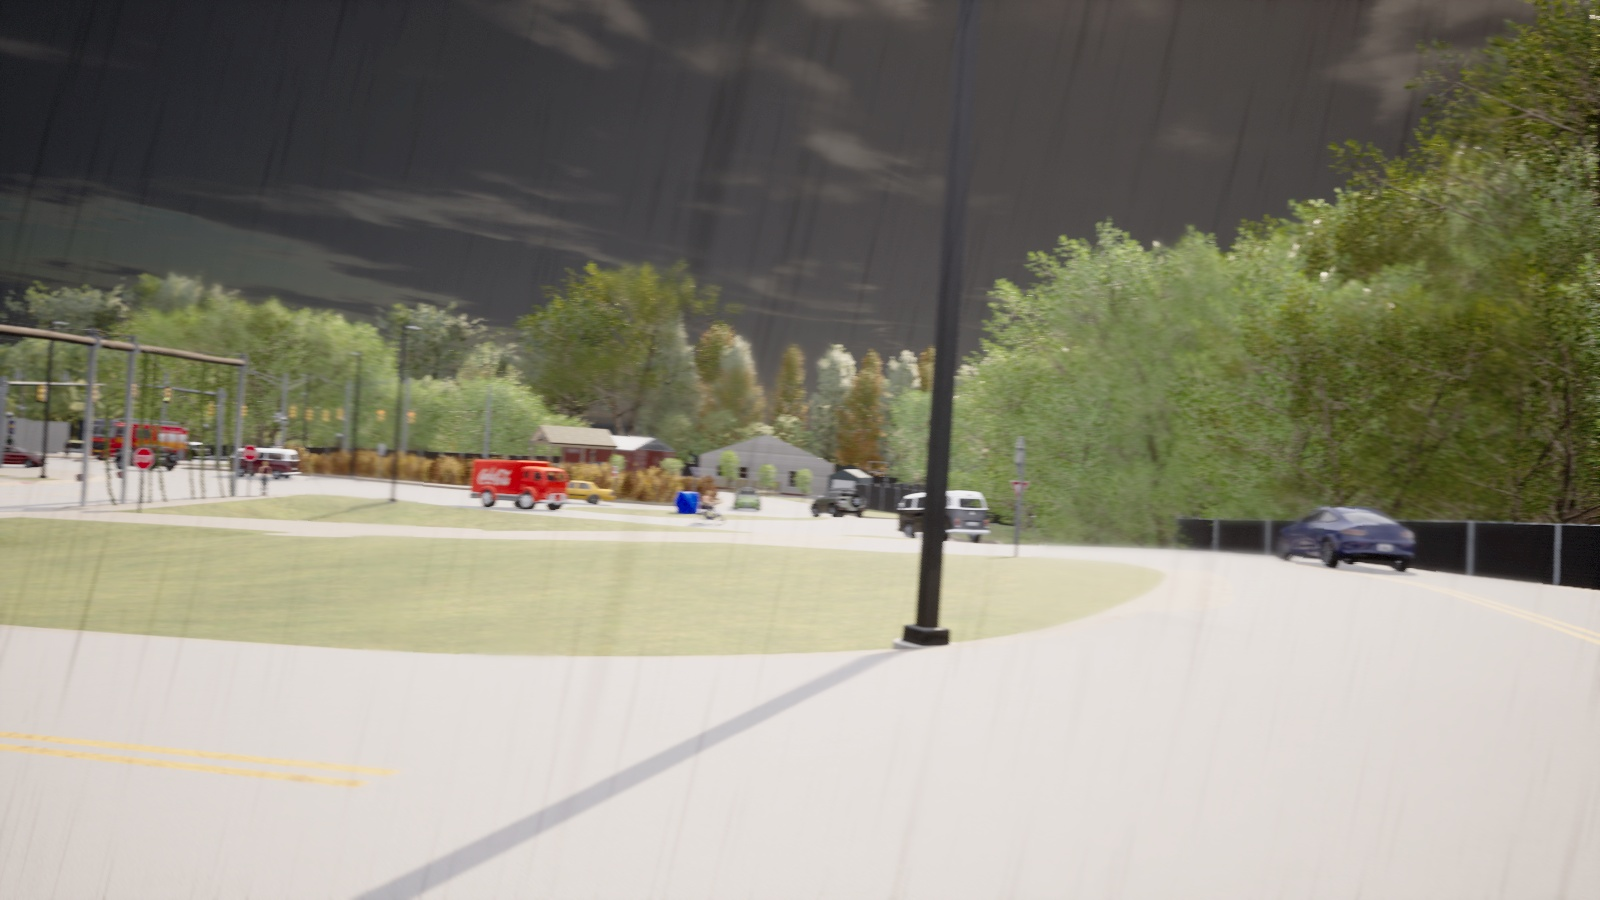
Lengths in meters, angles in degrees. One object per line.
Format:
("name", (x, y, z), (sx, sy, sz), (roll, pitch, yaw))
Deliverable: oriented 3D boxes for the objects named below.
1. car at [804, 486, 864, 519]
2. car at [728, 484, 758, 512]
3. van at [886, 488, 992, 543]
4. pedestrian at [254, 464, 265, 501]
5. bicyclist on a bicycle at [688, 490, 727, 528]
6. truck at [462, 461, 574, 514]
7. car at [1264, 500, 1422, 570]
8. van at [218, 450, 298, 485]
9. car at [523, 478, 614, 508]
("car", (1.990, 3.208, 75.979), (1.932, 1.855, 4.605), (3, -5, -22))
("car", (-3.950, 3.330, 87.400), (2.007, 1.525, 4.514), (2, 2, -2))
("van", (5.515, 2.645, 50.334), (2.069, 2.038, 4.480), (3, -4, -27))
("pedestrian", (-27.722, 1.661, 64.379), (0.345, 1.836, 0.594), (3, 1, -30))
("bicyclist on a bicycle", (-4.223, 2.688, 57.445), (1.509, 1.612, 0.866), (3, 3, 21))
("truck", (-14.399, 1.896, 64.128), (5.204, 2.467, 2.627), (1, -2, 34))
("car", (13.042, 1.997, 30.478), (1.812, 1.442, 4.674), (3, -2, 1))
("van", (-36.819, 1.179, 85.364), (4.480, 2.038, 2.069), (3, 1, 2))
("car", (-14.529, 2.677, 78.923), (5.366, 1.575, 1.801), (3, -1, -18))
